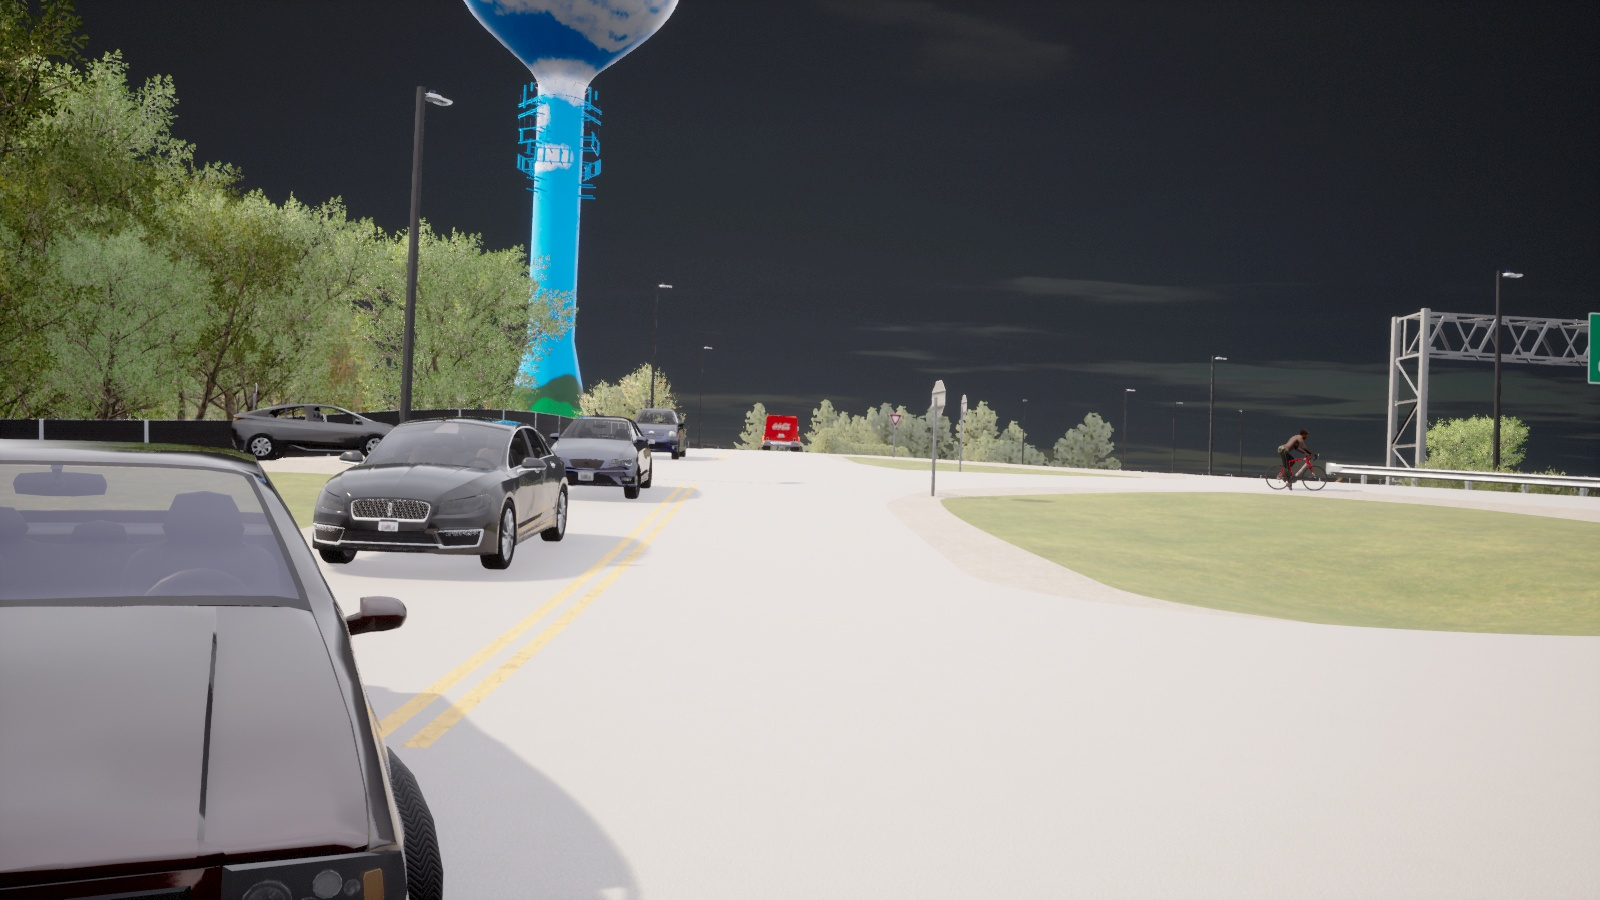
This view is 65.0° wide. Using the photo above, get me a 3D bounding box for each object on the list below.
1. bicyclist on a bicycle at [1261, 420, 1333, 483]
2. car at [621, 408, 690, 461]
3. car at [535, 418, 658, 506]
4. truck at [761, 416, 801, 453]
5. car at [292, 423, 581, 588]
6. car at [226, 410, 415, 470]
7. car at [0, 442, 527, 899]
[{"bbox_3d":[13.159,0.034,33.265,1.656,1.620,0.582,1,1,0],"label":"bicyclist on a bicycle"},{"bbox_3d":[-4.683,-0.516,41.172,1.851,1.617,3.988,1,1,-1],"label":"car"},{"bbox_3d":[-3.840,0.155,24.277,1.816,1.474,4.193,1,2,-2],"label":"car"},{"bbox_3d":[-1.314,-1.058,87.370,2.627,2.467,5.204,1,0,-1],"label":"truck"},{"bbox_3d":[-3.830,0.468,14.198,1.837,1.490,4.892,1,2,0],"label":"car"},{"bbox_3d":[-12.772,-0.274,33.740,4.514,1.525,2.007,-1,0,-14],"label":"car"},{"bbox_3d":[-2.553,0.719,4.461,2.033,1.411,5.357,1,1,-24],"label":"car"}]
